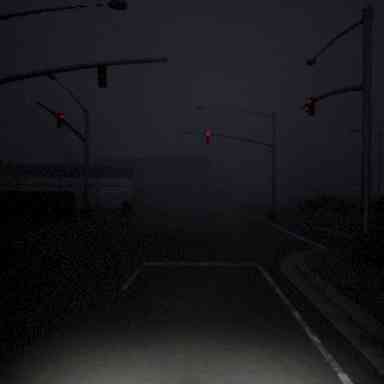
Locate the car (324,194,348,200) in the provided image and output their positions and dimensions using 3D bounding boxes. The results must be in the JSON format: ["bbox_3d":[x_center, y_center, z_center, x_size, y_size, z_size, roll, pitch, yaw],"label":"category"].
[{"bbox_3d":[33.539,1.167,77.554,4.514,1.523,2.007,0,0,1],"label":"car"}]

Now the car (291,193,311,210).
[{"bbox_3d":[14.060,1.257,36.798,5.027,1.636,2.152,0,0,1],"label":"car"}]

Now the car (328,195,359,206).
[{"bbox_3d":[22.032,1.244,48.446,3.633,1.501,1.845,0,0,1],"label":"car"}]

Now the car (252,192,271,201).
[{"bbox_3d":[14.878,1.145,71.046,3.806,1.475,1.970,0,0,1],"label":"car"}]

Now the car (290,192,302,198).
[{"bbox_3d":[23.357,0.934,70.868,4.605,1.855,1.932,0,0,1],"label":"car"}]

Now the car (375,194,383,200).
[{"bbox_3d":[40.654,1.110,67.290,5.027,1.636,2.152,0,0,1],"label":"car"}]

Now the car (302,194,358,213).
[{"bbox_3d":[14.033,1.279,33.661,4.514,1.523,2.007,0,0,1],"label":"car"}]

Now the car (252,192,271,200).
[{"bbox_3d":[15.575,0.851,74.353,3.866,1.878,1.905,0,0,1],"label":"car"}]
